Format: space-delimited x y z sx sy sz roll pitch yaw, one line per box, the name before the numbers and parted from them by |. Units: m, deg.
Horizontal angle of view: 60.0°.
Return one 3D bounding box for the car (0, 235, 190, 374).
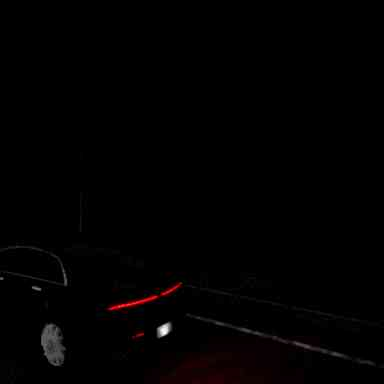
car | -2.319 1.504 5.648 4.892 1.490 1.837 0 0 36
